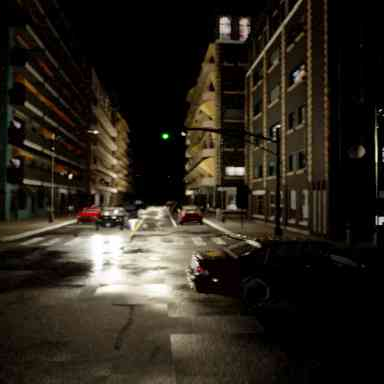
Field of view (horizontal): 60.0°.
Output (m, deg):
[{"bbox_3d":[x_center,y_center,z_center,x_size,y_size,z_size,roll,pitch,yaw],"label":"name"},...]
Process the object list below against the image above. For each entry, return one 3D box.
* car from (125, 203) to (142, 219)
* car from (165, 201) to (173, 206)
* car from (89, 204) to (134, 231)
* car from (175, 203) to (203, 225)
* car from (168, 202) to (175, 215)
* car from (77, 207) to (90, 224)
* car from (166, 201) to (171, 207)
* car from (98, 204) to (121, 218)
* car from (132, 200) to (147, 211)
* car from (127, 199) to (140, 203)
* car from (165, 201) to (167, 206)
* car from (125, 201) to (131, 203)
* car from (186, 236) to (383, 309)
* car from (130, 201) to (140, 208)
[{"bbox_3d":[-6.841,2.192,36.345,1.994,1.385,4.181,0,-1,-5],"label":"car"},{"bbox_3d":[-6.306,3.197,90.935,1.887,1.381,4.507,1,-1,-6],"label":"car"},{"bbox_3d":[-5.662,1.902,24.053,2.128,1.511,4.902,0,-1,-5],"label":"car"},{"bbox_3d":[-0.198,1.971,28.940,1.967,1.590,4.097,1,-1,-6],"label":"car"},{"bbox_3d":[-1.945,2.397,45.836,1.947,1.339,4.313,1,-1,-6],"label":"car"},{"bbox_3d":[-8.859,2.032,29.329,1.887,1.381,4.507,1,-1,-6],"label":"car"},{"bbox_3d":[-3.035,2.577,57.111,1.887,1.381,4.507,1,-1,-6],"label":"car"},{"bbox_3d":[-9.741,2.218,39.392,2.008,1.369,4.403,1,-1,-6],"label":"car"},{"bbox_3d":[-8.735,2.555,56.627,1.994,1.385,4.181,0,-1,-5],"label":"car"},{"bbox_3d":[-12.464,2.488,67.584,2.192,1.841,5.009,1,-1,-6],"label":"car"},{"bbox_3d":[-5.216,2.993,79.660,2.008,1.369,4.403,1,-1,-6],"label":"car"},{"bbox_3d":[-10.831,2.434,50.667,1.947,1.339,4.313,1,-1,-6],"label":"car"},{"bbox_3d":[2.567,1.799,7.945,5.357,1.411,2.033,2,-2,-6],"label":"car"},{"bbox_3d":[-13.557,2.931,78.854,2.008,1.369,4.403,1,-1,-6],"label":"car"}]
